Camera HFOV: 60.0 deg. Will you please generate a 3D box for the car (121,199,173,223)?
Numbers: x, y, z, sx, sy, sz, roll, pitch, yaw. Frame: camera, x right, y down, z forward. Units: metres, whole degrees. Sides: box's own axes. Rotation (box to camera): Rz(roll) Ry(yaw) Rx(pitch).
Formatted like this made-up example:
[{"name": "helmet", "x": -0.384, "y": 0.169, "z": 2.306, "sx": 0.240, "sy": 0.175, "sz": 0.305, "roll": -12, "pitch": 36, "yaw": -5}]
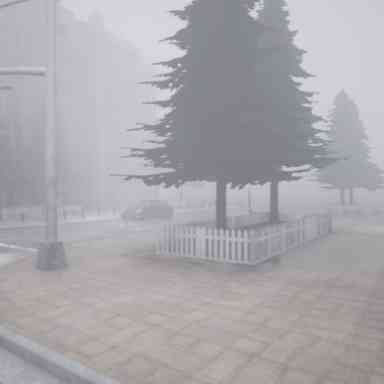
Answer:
[{"name": "car", "x": -3.551, "y": 1.402, "z": 26.738, "sx": 2.097, "sy": 1.767, "sz": 4.553, "roll": 0, "pitch": -1, "yaw": 34}]
